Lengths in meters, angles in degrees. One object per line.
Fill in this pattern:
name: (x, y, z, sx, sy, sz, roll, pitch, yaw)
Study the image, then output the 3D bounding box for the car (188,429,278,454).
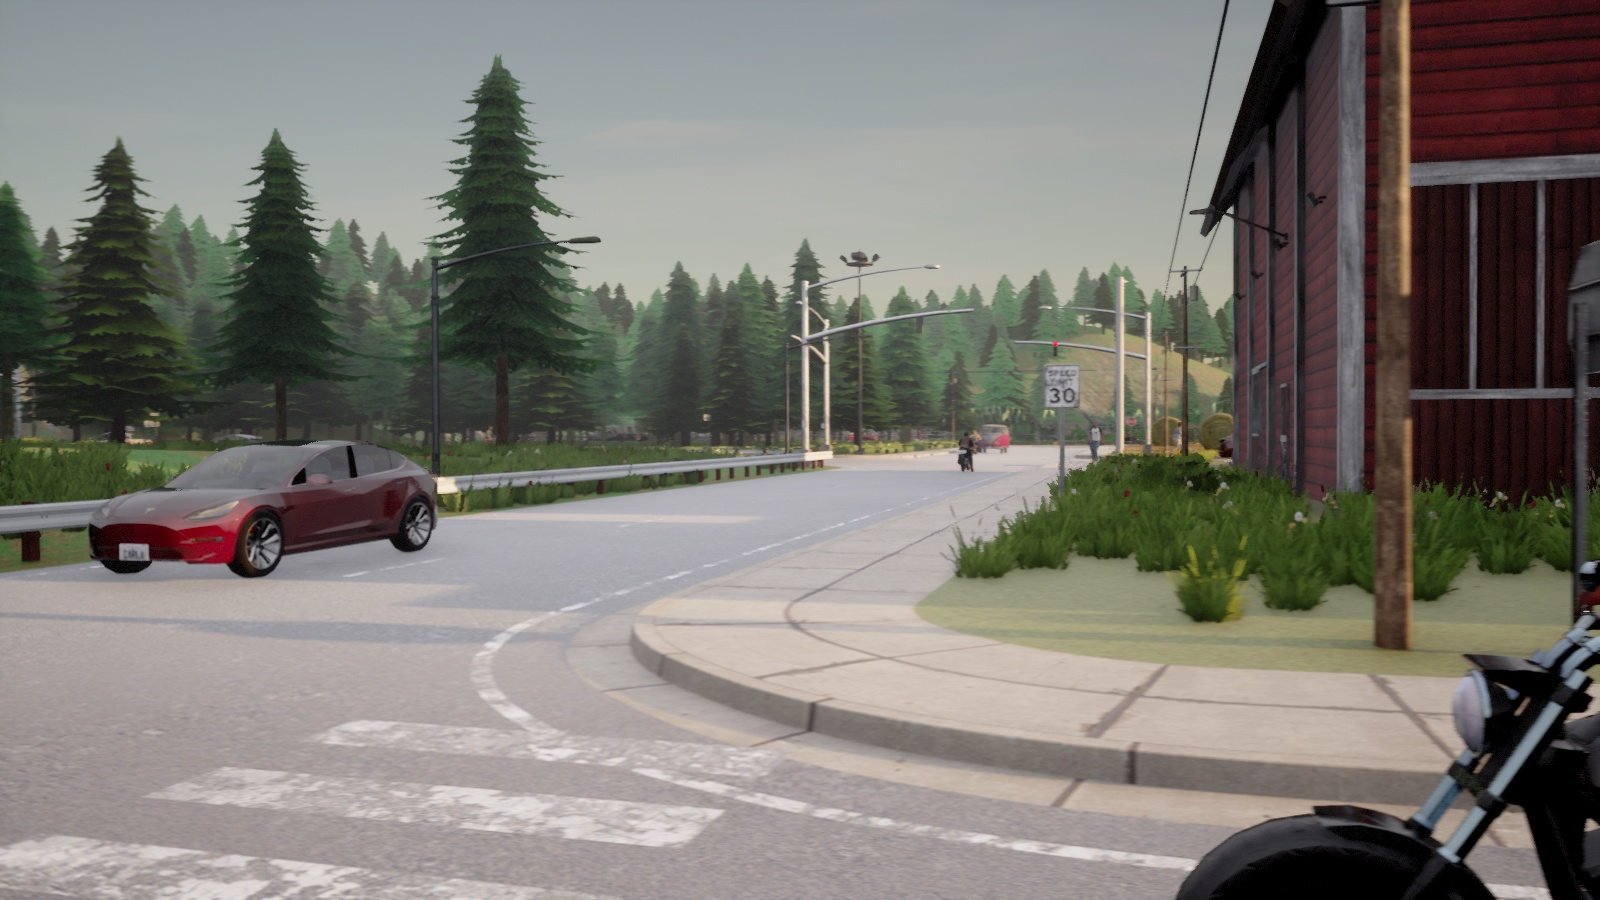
car: (-34.960, -0.513, 77.416, 4.792, 1.488, 2.163, 0, 1, 16)

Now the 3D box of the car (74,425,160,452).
car: (-43.488, -0.742, 79.975, 4.611, 1.667, 2.242, 0, 1, 17)

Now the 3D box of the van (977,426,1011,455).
van: (13.343, -0.670, 86.047, 1.775, 1.987, 4.442, 0, 1, 16)

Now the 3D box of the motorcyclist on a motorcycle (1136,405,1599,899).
motorcyclist on a motorcycle: (1.911, 0.745, 2.571, 2.350, 1.649, 0.766, 1, 1, 15)

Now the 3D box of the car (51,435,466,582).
car: (-6.336, 0.567, 15.471, 2.163, 1.488, 4.792, 0, 1, 16)

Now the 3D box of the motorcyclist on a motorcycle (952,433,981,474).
motorcyclist on a motorcycle: (6.366, 0.108, 47.997, 0.797, 1.523, 2.044, 0, 1, 16)

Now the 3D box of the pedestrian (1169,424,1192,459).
pedestrian: (20.031, -0.459, 66.105, 0.900, 1.855, 0.874, 0, 1, 0)

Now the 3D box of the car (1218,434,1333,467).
car: (22.139, -0.006, 58.677, 4.792, 1.488, 2.163, 0, 1, 15)

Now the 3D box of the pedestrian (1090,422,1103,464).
pedestrian: (13.050, -0.324, 55.216, 0.354, 1.836, 0.706, 1, 1, 29)
